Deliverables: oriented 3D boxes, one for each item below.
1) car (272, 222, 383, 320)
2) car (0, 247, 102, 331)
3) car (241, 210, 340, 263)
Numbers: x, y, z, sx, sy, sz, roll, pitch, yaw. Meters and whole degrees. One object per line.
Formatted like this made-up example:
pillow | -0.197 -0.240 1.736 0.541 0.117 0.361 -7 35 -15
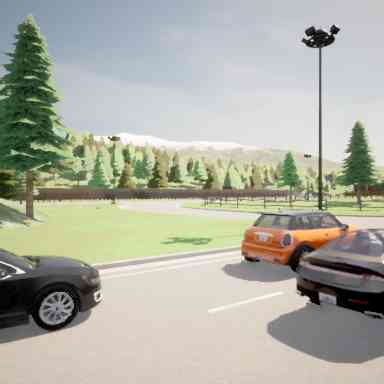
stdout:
car | 4.162 1.494 6.742 4.902 1.511 2.128 0 0 -35
car | -3.909 1.505 5.257 4.892 1.490 1.837 0 0 -35
car | 3.784 1.354 10.758 4.553 1.767 2.097 0 0 -35
